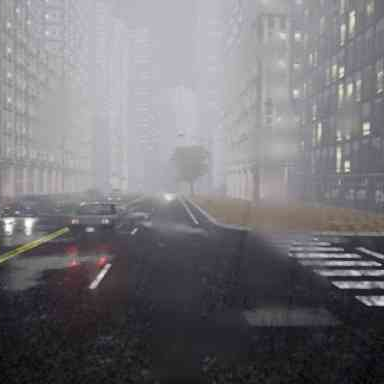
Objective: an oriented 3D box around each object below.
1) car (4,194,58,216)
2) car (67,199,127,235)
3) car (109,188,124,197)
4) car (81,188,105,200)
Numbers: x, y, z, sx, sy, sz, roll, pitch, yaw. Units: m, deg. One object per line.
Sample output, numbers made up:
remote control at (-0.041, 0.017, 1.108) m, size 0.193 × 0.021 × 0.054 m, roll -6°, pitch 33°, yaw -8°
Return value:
car at (-11.451, 0.890, 24.160) m, size 2.033 × 1.411 × 5.357 m, roll 1°, pitch 1°, yaw -3°
car at (-4.227, 1.186, 15.620) m, size 1.895 × 1.301 × 4.718 m, roll 1°, pitch 1°, yaw -4°
car at (-13.470, 0.007, 59.393) m, size 2.097 × 1.767 × 4.553 m, roll 1°, pitch 1°, yaw -3°
car at (-12.517, 0.336, 42.143) m, size 2.097 × 1.767 × 4.553 m, roll 1°, pitch 1°, yaw -3°
